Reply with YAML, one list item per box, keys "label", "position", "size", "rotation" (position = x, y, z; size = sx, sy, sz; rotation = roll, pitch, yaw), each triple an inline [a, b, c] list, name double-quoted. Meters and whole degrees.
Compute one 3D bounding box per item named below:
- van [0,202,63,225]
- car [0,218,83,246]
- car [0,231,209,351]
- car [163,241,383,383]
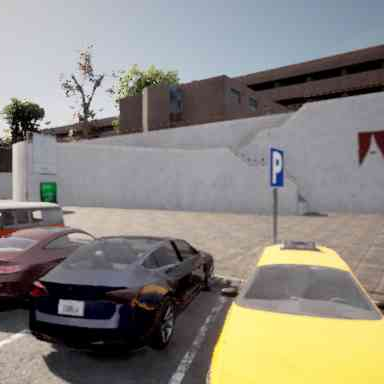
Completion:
- label: "van"
  position: [-5.799, 1.309, 9.787]
  size: [1.878, 1.987, 4.442]
  rotation: [1, -1, 15]
- label: "car"
  position: [-3.351, 1.567, 8.169]
  size: [2.002, 1.452, 4.674]
  rotation: [0, -1, 15]
- label: "car"
  position: [-0.911, 1.549, 6.472]
  size: [2.163, 1.488, 4.792]
  rotation: [0, -1, 15]
- label: "car"
  position: [1.476, 1.494, 4.532]
  size: [1.946, 1.575, 5.366]
  rotation: [0, -1, 15]
